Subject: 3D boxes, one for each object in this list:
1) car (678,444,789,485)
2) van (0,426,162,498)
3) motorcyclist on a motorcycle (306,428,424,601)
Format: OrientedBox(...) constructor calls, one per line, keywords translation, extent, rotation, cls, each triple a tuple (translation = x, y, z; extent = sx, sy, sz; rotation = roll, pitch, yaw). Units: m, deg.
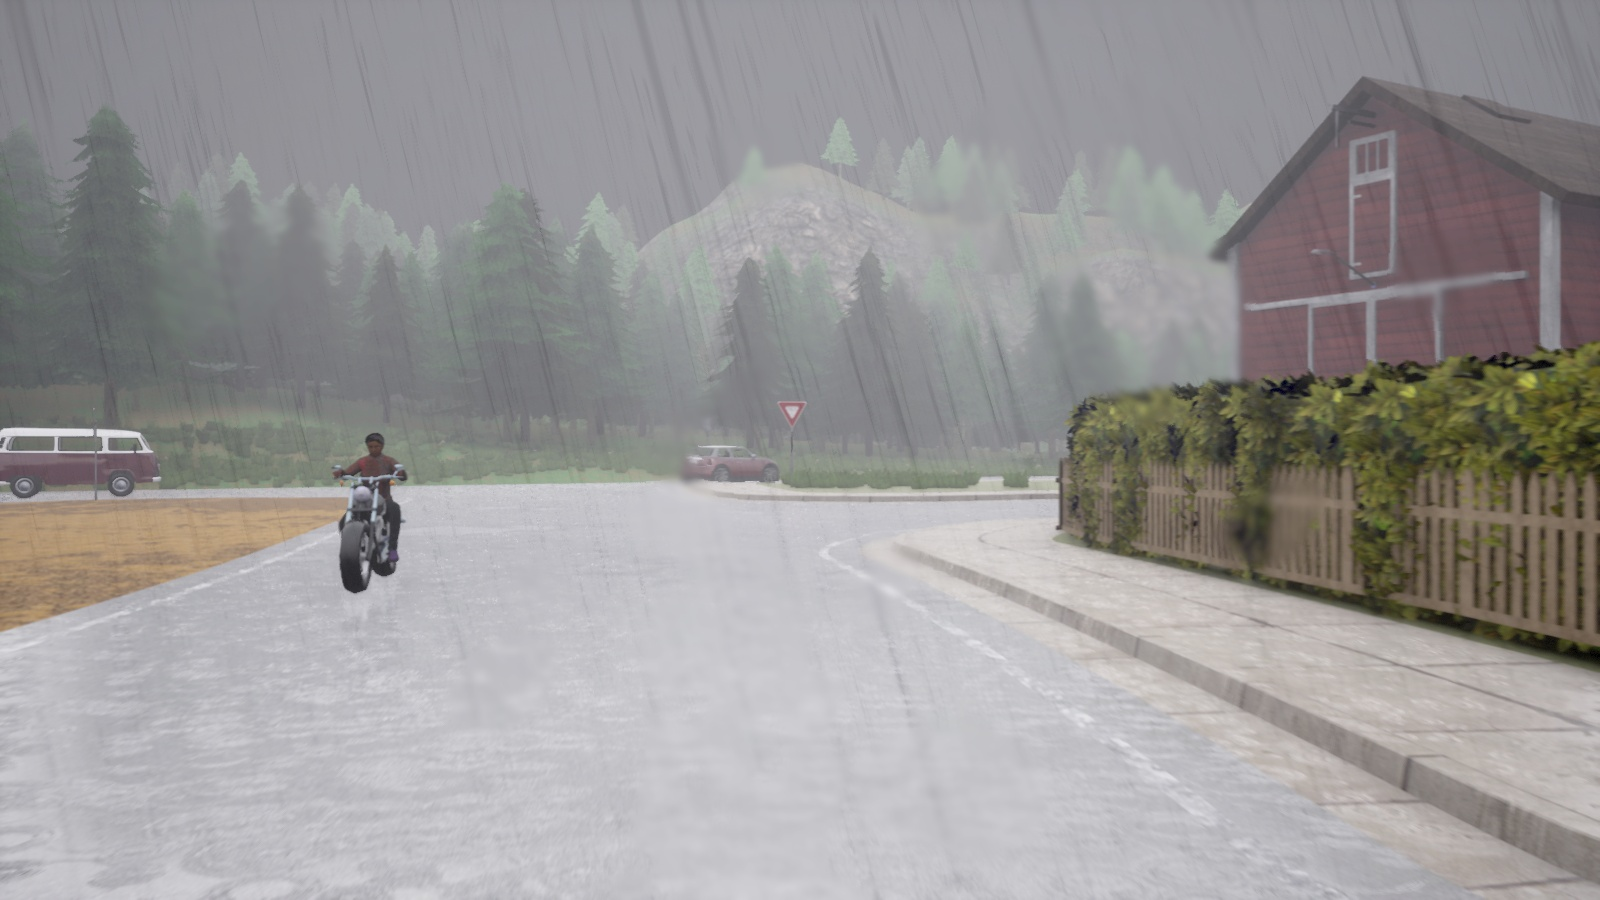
OrientedBox(translation=(-2.455, 0.541, 46.910), extent=(1.970, 1.475, 3.806), rotation=(0, 0, 43), cls="car")
OrientedBox(translation=(-21.481, 0.334, 37.293), extent=(4.480, 2.038, 2.069), rotation=(0, 0, -28), cls="van")
OrientedBox(translation=(-4.521, 0.614, 13.210), extent=(0.766, 1.649, 2.350), rotation=(0, 0, -9), cls="motorcyclist on a motorcycle")
